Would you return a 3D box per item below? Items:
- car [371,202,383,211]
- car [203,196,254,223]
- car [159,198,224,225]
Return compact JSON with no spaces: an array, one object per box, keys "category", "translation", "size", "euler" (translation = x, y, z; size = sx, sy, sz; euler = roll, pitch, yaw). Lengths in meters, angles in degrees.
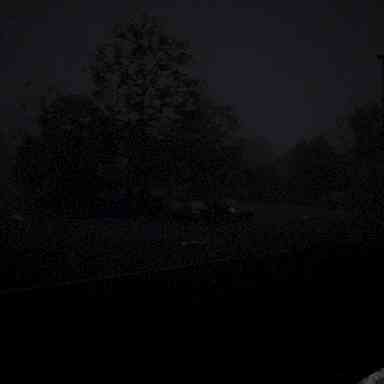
[{"category":"car","translation":[22.387,1.446,36.883],"size":[2.002,1.452,4.674],"euler":[0,1,-34]},{"category":"car","translation":[2.197,1.123,23.300],"size":[2.185,1.767,4.553],"euler":[0,1,-34]},{"category":"car","translation":[-0.393,1.271,21.468],"size":[2.002,1.452,4.674],"euler":[0,1,-34]}]
